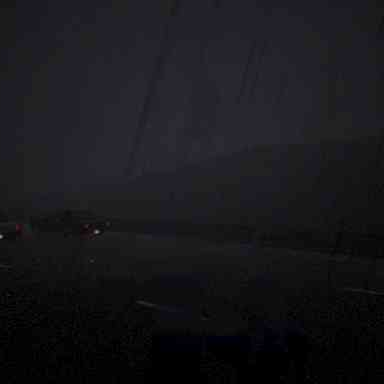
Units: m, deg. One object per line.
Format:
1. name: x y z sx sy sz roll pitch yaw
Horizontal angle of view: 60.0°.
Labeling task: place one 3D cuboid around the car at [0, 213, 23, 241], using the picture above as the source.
1. car: -9.911 1.596 15.369 4.718 1.301 1.895 0 0 36

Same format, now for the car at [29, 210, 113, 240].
1. car: -6.331 1.596 17.109 4.718 1.301 1.895 0 0 36
